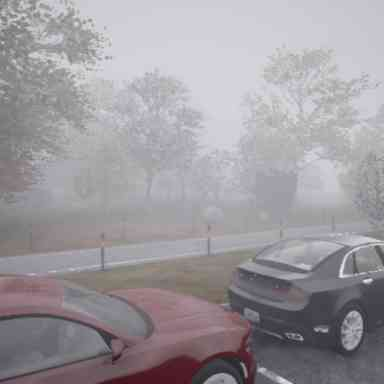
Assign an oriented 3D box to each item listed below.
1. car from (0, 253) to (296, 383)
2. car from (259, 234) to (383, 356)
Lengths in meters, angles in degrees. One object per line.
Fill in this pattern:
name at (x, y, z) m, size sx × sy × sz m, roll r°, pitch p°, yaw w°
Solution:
car at (-1.639, 1.515, 2.887) m, size 5.008 × 1.535 × 2.097 m, roll 0°, pitch 0°, yaw -33°
car at (2.884, 1.524, 6.113) m, size 4.892 × 1.521 × 2.231 m, roll 1°, pitch 0°, yaw -33°
